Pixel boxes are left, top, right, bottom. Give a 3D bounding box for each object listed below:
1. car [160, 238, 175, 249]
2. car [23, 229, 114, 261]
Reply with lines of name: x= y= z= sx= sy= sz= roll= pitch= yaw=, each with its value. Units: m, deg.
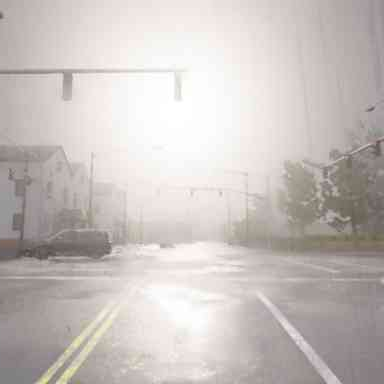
car: x=-3.486 y=7.288 z=47.358 sx=1.882 sy=1.535 sz=5.008 roll=0 pitch=-7 yaw=0
car: x=-7.961 y=3.460 z=21.826 sx=5.566 sy=2.045 sz=2.150 roll=4 pitch=-6 yaw=-27
